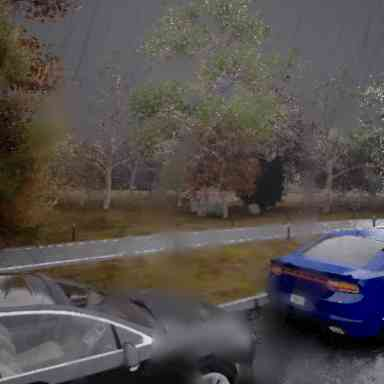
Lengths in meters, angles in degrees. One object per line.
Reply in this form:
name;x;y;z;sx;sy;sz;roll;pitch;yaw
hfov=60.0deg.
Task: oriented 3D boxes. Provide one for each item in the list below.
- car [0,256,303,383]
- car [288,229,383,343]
car;-1.585;1.482;2.832;4.892;1.521;2.231;-1;0;-34
car;3.675;1.446;6.349;5.008;1.535;2.097;-1;0;-33
